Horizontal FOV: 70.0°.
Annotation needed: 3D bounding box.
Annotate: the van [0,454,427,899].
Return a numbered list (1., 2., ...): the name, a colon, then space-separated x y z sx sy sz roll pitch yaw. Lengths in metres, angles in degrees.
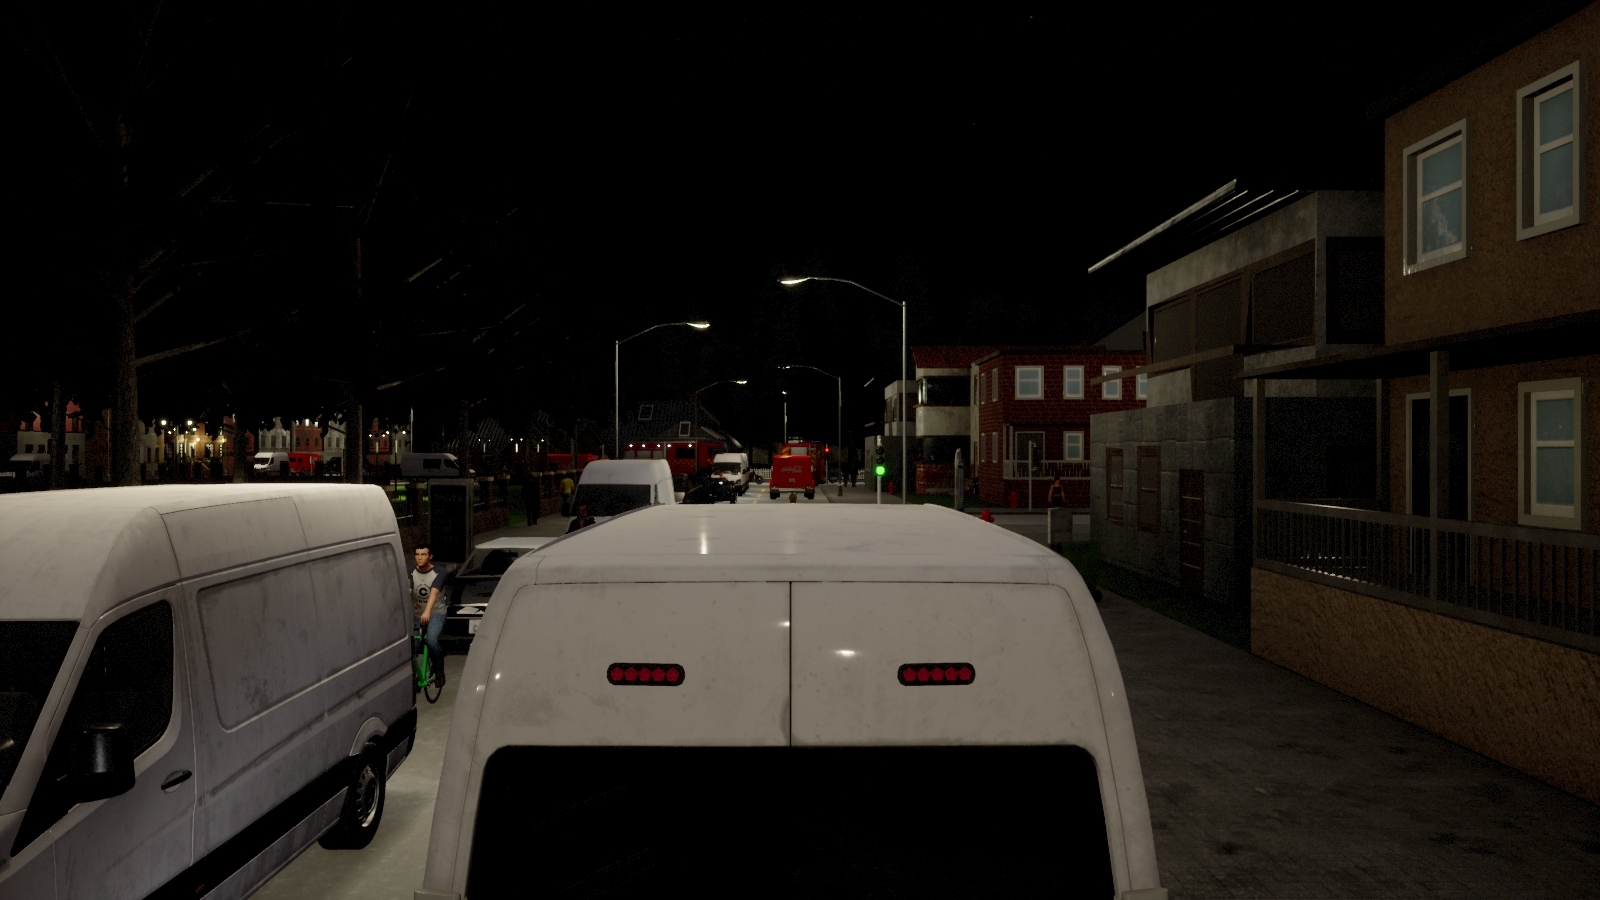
1. van: -4.032 1.314 6.374 1.988 2.561 5.915 0 0 0

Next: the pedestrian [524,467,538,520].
1. pedestrian: -9.470 1.525 40.270 0.375 1.860 0.375 0 0 7

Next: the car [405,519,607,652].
1. car: -4.090 1.845 16.538 1.970 1.475 3.806 0 0 0

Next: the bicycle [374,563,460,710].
1. bicycle: -4.053 1.936 12.189 0.373 1.296 1.643 0 0 0

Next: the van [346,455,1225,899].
1. van: -0.041 1.314 5.541 1.988 2.561 5.915 0 0 0

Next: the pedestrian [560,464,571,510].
1. pedestrian: -9.673 1.526 47.142 0.375 1.860 0.375 0 0 0

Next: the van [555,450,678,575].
1. van: -4.176 1.311 26.999 1.988 2.561 5.915 0 1 0

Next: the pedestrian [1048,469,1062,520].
1. pedestrian: 9.424 1.629 42.241 0.375 1.860 0.375 0 0 -10
